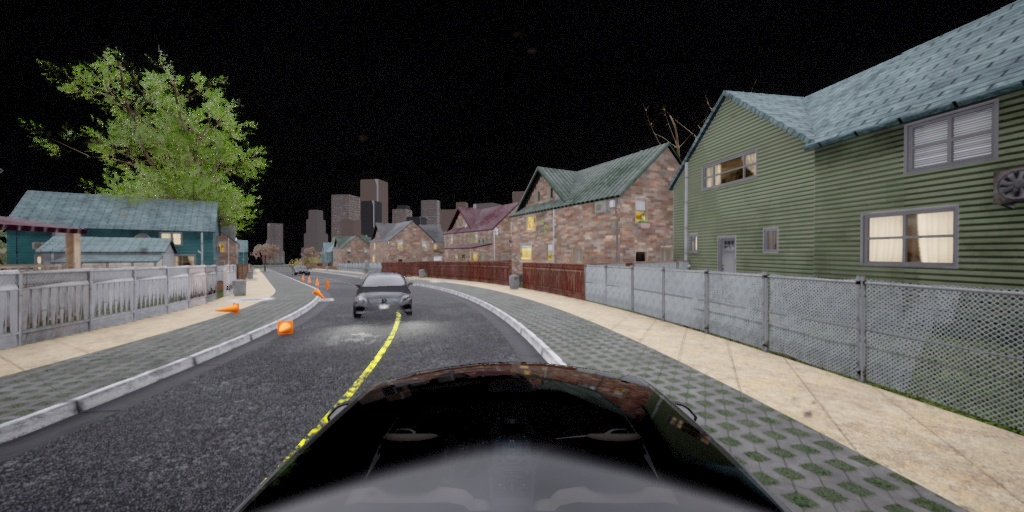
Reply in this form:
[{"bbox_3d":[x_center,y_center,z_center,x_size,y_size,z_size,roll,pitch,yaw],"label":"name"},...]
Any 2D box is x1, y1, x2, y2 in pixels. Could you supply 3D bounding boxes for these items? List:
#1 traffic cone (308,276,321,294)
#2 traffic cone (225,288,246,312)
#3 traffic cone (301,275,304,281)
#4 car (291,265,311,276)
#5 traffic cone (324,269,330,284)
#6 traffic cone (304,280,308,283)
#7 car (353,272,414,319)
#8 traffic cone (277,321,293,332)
[{"bbox_3d":[-8.872,1.267,16.117,0.340,0.580,0.340,0,0,-30],"label":"traffic cone"},{"bbox_3d":[-9.117,1.439,11.851,0.340,0.580,0.340,0,0,-19],"label":"traffic cone"},{"bbox_3d":[-20.931,2.167,35.931,0.340,0.580,0.340,0,0,-36],"label":"traffic cone"},{"bbox_3d":[-28.789,1.976,48.767,1.837,1.490,4.892,0,-1,-36],"label":"car"},{"bbox_3d":[-11.706,1.311,22.709,0.340,0.580,0.340,0,0,-24],"label":"traffic cone"},{"bbox_3d":[-18.016,2.083,31.868,0.340,0.580,0.340,0,0,-36],"label":"traffic cone"},{"bbox_3d":[-4.705,1.322,13.290,1.812,1.442,4.674,0,0,-19],"label":"car"},{"bbox_3d":[-5.860,1.560,9.269,0.340,0.580,0.340,0,0,-20],"label":"traffic cone"}]
